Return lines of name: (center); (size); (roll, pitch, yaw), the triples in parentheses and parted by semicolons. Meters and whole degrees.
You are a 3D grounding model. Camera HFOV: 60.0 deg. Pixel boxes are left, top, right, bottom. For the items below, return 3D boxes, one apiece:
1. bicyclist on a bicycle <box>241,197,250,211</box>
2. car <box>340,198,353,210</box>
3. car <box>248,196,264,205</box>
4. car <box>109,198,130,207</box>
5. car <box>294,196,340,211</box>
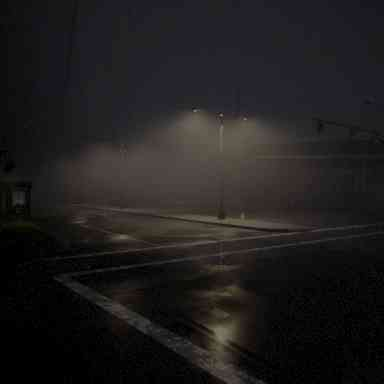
bicyclist on a bicycle: (6.318, 1.430, 39.756); (1.656, 1.620, 0.582); (-6, -7, -37)
car: (18.160, 1.456, 42.040); (1.970, 1.475, 3.806); (0, 0, -35)
car: (11.850, 1.478, 60.724); (1.882, 1.535, 5.008); (0, 0, 29)
car: (-11.092, 1.564, 50.726); (1.994, 1.385, 4.181); (0, 0, -35)
car: (13.896, 1.295, 38.116); (2.242, 1.667, 4.611); (0, 0, -35)
